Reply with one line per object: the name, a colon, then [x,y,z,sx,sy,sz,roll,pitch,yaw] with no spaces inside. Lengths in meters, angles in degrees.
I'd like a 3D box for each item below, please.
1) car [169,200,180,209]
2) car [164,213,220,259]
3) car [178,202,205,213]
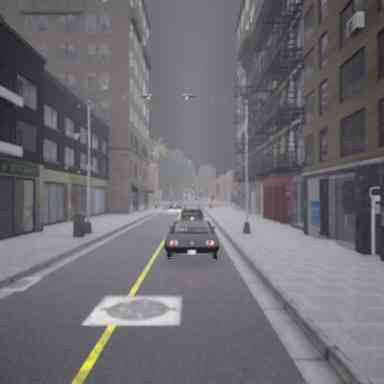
car: [-2.763,2.088,55.569,2.128,1.511,4.902,0,-1,0]
car: [0.018,1.737,13.268,1.895,1.301,4.718,0,-1,0]
car: [0.024,1.803,28.515,1.837,1.490,4.892,0,0,0]
